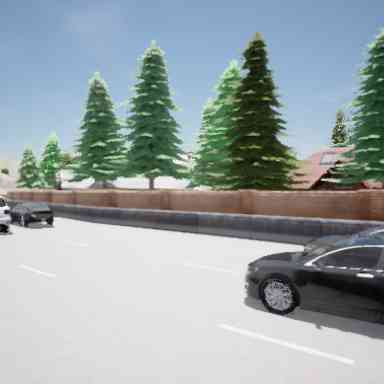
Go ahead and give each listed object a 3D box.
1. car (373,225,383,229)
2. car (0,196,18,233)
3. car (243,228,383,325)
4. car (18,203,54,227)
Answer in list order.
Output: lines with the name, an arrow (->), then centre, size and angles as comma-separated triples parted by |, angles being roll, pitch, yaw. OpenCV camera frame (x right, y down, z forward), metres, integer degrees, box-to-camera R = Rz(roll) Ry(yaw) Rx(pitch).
car -> 5.466, 1.563, 8.761 | 4.902, 1.511, 2.128 | 0, 0, 36
car -> -12.140, 1.208, 18.835 | 5.566, 2.045, 2.150 | 0, 0, 43
car -> 3.307, 1.551, 6.000 | 4.892, 1.490, 1.837 | 0, 0, 36
car -> -11.136, 1.512, 22.769 | 4.892, 1.490, 1.837 | 0, 0, 44
